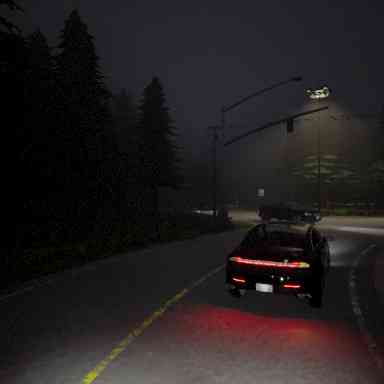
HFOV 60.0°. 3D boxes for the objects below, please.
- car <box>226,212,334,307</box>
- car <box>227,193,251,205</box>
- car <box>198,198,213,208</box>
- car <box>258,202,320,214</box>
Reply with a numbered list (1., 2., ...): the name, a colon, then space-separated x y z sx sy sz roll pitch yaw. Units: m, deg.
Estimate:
1. car: 2.296 1.492 8.128 2.128 1.511 4.902 0 0 25
2. car: 8.363 1.243 58.461 2.150 2.045 5.566 0 1 36
3. car: 1.818 1.533 41.522 1.837 1.490 4.892 0 0 4
4. car: 7.124 1.515 24.722 2.128 1.511 4.902 0 0 -37
